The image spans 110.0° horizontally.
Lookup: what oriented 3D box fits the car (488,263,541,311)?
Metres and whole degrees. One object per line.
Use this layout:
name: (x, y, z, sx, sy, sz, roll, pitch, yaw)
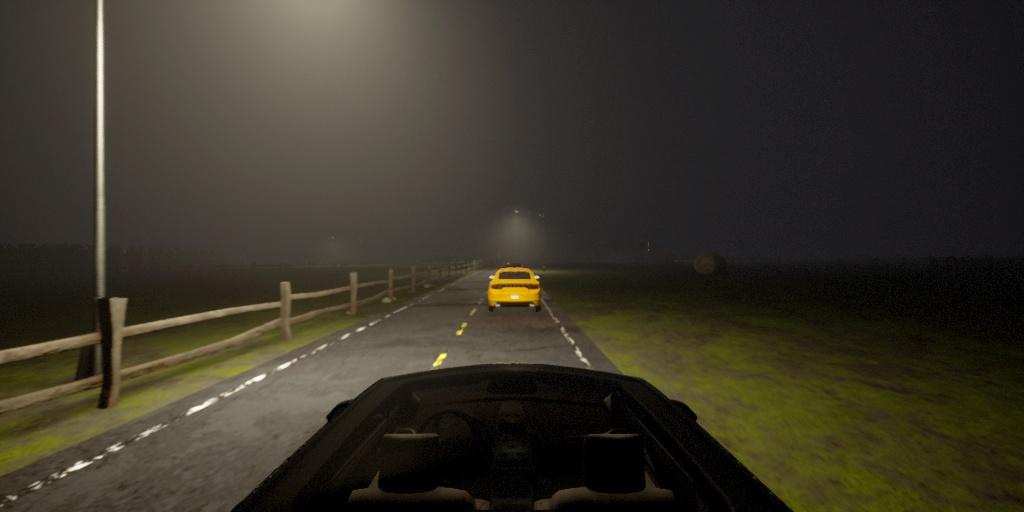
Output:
car: (0.099, 1.224, 14.507, 1.882, 1.535, 5.008, 0, 0, 0)
